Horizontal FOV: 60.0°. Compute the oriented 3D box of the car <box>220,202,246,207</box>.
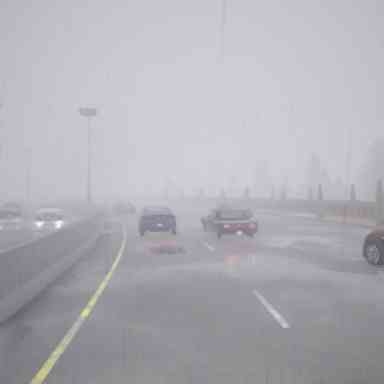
[{"bbox_3d":[3.150,1.541,27.300,2.033,1.411,5.357,0,0,-16],"label":"car"}]

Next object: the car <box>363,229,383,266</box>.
[{"bbox_3d":[6.499,1.321,8.574,2.097,1.767,4.553,0,0,-4],"label":"car"}]

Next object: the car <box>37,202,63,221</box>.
[{"bbox_3d":[-12.081,1.630,28.484,1.812,1.442,4.674,0,0,-19],"label":"car"}]

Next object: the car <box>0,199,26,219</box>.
[{"bbox_3d":[-16.740,1.696,31.179,2.033,1.411,5.357,0,0,-21],"label":"car"}]

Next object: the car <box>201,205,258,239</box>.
[{"bbox_3d":[1.788,1.596,17.547,1.895,1.301,4.718,0,0,-10],"label":"car"}]

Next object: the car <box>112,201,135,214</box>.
[{"bbox_3d":[-7.554,1.648,36.740,1.994,1.385,4.181,0,0,-22],"label":"car"}]

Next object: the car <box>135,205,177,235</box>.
[{"bbox_3d":[-2.080,1.497,19.030,1.882,1.535,5.008,0,0,-11],"label":"car"}]
